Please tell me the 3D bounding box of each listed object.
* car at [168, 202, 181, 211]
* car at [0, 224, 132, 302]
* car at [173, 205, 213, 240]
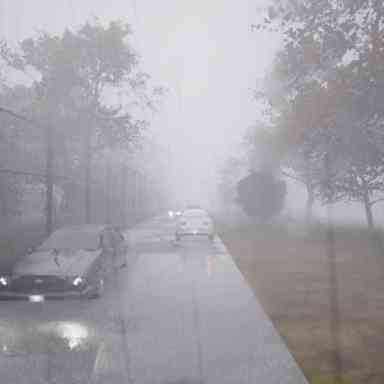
[{"bbox_3d":[-2.610,2.251,51.977,2.128,1.511,4.902,0,-2,1],"label":"car"},{"bbox_3d":[-2.843,1.580,8.744,2.033,1.411,5.357,0,0,0],"label":"car"},{"bbox_3d":[0.130,1.632,17.646,1.812,1.442,4.674,0,-1,0],"label":"car"}]
